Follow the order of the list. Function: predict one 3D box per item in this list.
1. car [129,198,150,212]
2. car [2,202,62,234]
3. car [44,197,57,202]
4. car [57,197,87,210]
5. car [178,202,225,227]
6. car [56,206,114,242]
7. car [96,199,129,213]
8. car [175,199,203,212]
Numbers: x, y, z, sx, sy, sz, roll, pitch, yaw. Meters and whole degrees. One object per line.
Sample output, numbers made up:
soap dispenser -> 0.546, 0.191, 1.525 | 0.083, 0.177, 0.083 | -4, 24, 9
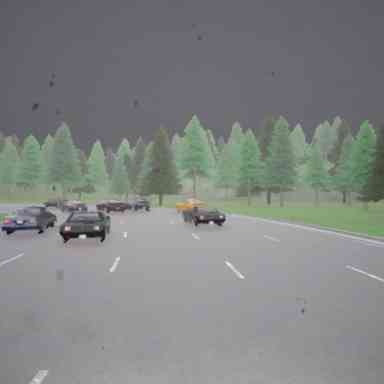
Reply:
car -> -6.692, 1.503, 39.311 | 1.837, 1.490, 4.892 | 0, 0, -34
car -> -9.225, 1.548, 19.241 | 2.033, 1.411, 5.357 | 0, 0, -12
car -> -18.678, 1.491, 46.207 | 4.902, 1.511, 2.128 | 0, 0, 35
car -> -12.529, 1.526, 35.260 | 1.812, 1.442, 4.674 | 0, 0, -35
car -> 0.653, 1.600, 22.757 | 1.895, 1.301, 4.718 | 0, 0, -14
car -> -5.089, 1.600, 16.406 | 1.895, 1.301, 4.718 | 0, 0, -10
car -> -8.921, 1.477, 36.022 | 1.882, 1.535, 5.008 | 0, 0, -33
car -> -0.136, 1.477, 35.411 | 1.882, 1.535, 5.008 | 0, 0, -27
